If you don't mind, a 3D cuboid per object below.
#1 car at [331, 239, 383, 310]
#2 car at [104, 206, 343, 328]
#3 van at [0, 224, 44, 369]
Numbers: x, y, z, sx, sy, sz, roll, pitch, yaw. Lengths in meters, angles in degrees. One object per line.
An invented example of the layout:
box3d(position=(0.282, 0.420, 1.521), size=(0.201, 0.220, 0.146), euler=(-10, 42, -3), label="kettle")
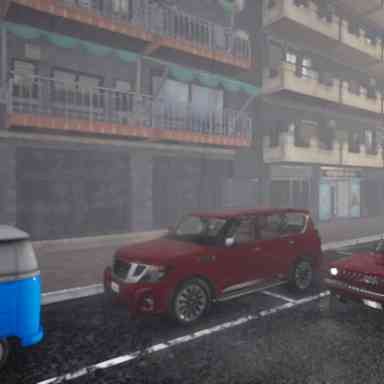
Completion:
box3d(position=(4.775, 1.521, 6.795), size=(4.718, 1.301, 1.895), euler=(-1, 0, -36), label="car")
box3d(position=(0.745, 1.267, 7.100), size=(5.009, 1.841, 2.192), euler=(-1, 0, -36), label="car")
box3d(position=(-3.858, 1.352, 3.807), size=(3.998, 1.788, 1.690), euler=(-1, 0, -36), label="van")
